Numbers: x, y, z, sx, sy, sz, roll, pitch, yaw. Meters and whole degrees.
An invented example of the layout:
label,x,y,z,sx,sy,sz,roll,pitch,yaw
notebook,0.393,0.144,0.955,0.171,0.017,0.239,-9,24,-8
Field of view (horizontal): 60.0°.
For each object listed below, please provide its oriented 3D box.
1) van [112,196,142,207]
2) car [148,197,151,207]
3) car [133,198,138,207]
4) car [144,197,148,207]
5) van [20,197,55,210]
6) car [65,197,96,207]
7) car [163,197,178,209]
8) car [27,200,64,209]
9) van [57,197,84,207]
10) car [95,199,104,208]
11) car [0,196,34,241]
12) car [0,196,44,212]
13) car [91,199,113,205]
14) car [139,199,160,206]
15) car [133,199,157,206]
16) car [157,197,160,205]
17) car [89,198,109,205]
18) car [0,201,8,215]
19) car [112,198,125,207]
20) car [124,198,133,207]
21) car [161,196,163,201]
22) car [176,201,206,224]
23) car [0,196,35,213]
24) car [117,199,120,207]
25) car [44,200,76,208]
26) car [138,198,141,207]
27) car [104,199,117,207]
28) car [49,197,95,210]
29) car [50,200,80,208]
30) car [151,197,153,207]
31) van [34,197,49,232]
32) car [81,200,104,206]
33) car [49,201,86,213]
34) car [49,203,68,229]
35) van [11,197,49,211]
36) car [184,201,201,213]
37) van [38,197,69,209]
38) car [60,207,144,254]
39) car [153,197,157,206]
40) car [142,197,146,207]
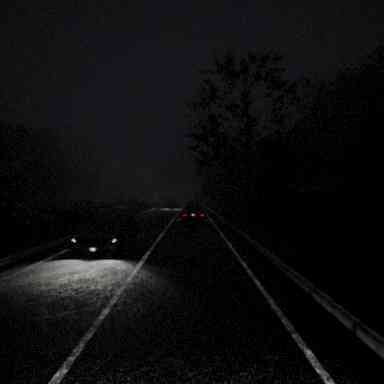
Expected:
label,x,y,z,sx,sy,sz,roll,pitch,yaw
van,-10.423,1.726,50.535,4.442,1.987,1.878,0,-1,0
car,-10.298,2.074,58.861,4.892,1.521,2.231,0,-1,0
car,-10.279,1.906,44.980,4.792,1.488,2.163,0,-1,0
car,-10.336,1.904,56.083,4.553,1.767,2.185,0,-1,0
van,-23.502,1.726,50.612,4.442,1.987,1.878,0,-1,0
car,-23.409,2.049,69.993,5.566,2.045,2.435,0,-1,0
car,-3.392,2.066,56.996,1.837,1.490,4.892,0,-1,0
car,-23.390,1.990,53.379,5.008,1.535,2.097,0,-1,0
van,-23.499,1.951,64.330,4.442,1.987,1.878,0,-1,0
car,-10.282,1.524,28.327,4.553,1.767,2.185,0,-1,0
car,-10.346,1.210,14.449,5.566,2.045,2.435,0,-1,0
car,-23.360,1.626,45.073,5.566,2.045,2.435,0,-1,0
car,-23.370,2.668,86.480,5.008,1.535,2.097,0,-1,0
car,-10.302,2.547,81.054,5.008,1.535,2.097,0,-1,0
car,-10.306,2.363,72.727,4.892,1.521,2.231,0,-1,0
car,-10.115,2.297,69.952,5.366,1.575,1.946,0,-1,0
car,-23.407,2.481,83.712,4.553,1.767,2.185,0,-1,0
car,-23.385,1.764,36.759,5.008,1.535,2.097,0,-1,0
car,-10.317,1.764,36.653,4.892,1.521,2.231,0,-1,0
car,-10.124,1.798,39.428,5.366,1.575,1.946,0,-1,0
car,-10.326,2.234,78.284,5.566,2.045,2.435,0,-1,0
car,0.079,1.672,25.594,2.033,1.411,5.357,0,0,0
car,-23.360,1.588,42.303,5.566,2.045,2.435,0,-1,0
car,-10.305,1.726,33.877,4.892,1.521,2.231,0,-1,0
car,-23.412,2.103,58.915,4.792,1.488,2.163,0,-1,0
car,-10.278,1.943,47.756,4.792,1.488,2.163,0,-1,0
car,-10.127,1.685,31.101,5.366,1.575,1.946,0,-1,0
car,-10.283,1.487,25.551,4.553,1.767,2.185,0,-1,0
car,-23.411,2.151,61.554,4.792,1.488,2.163,0,-1,0
car,-10.488,2.120,61.628,5.366,1.575,1.946,0,-1,0
van,-10.200,1.273,17.224,4.442,1.987,1.878,0,-1,0
car,-23.375,2.526,78.294,4.674,1.452,2.002,0,-1,0
car,-10.309,1.574,22.773,5.008,1.535,2.097,0,-1,0
car,-10.318,1.577,19.997,4.674,1.452,2.002,0,-1,0
van,-23.270,1.689,47.842,4.442,1.987,1.878,0,-1,0
car,0.053,1.895,42.841,2.033,1.411,5.357,0,-1,0
van,-23.276,1.804,56.168,4.442,1.987,1.878,0,-1,0
car,-3.356,1.581,13.925,2.033,1.411,5.357,0,0,0
car,-10.117,2.173,64.280,5.366,1.575,1.946,0,-1,0
car,-10.335,2.019,53.308,4.792,1.488,2.163,0,-1,0
